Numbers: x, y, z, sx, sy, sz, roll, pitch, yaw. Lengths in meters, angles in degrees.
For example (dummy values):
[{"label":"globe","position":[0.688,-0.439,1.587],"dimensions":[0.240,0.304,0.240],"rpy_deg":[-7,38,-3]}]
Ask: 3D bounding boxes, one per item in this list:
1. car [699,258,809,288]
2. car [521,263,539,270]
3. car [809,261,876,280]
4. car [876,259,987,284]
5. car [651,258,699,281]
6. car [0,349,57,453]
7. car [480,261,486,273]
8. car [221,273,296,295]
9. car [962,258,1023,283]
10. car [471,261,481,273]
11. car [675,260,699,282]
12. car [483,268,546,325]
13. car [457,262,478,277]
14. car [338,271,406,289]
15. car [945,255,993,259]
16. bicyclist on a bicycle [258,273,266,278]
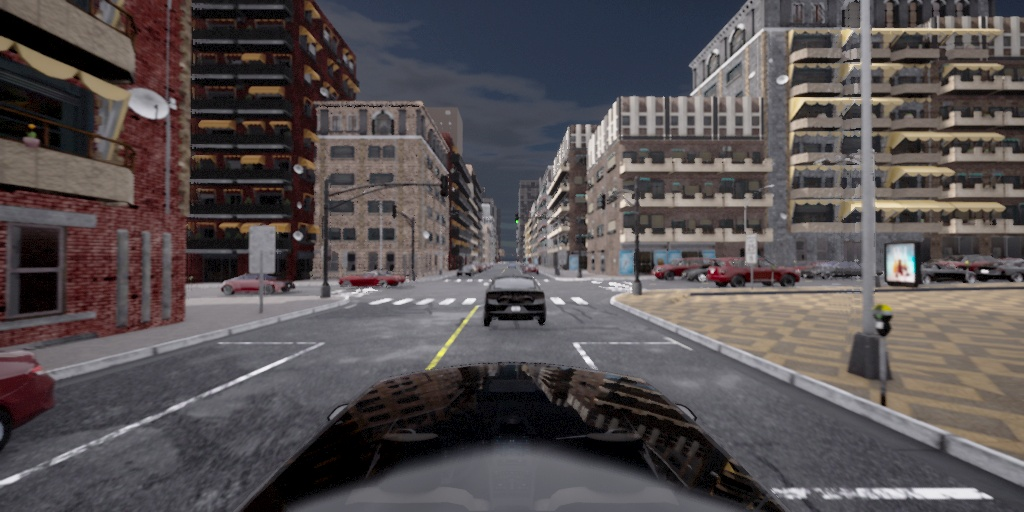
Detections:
[{"label":"car","position":[14.713,1.012,22.065],"dimensions":[5.009,1.841,2.192],"rpy_deg":[0,0,0]},{"label":"car","position":[2.698,1.759,49.789],"dimensions":[1.967,1.591,4.097],"rpy_deg":[0,0,0]},{"label":"car","position":[25.483,1.099,27.956],"dimensions":[5.357,1.411,2.033],"rpy_deg":[-1,-1,0]},{"label":"car","position":[25.807,1.056,22.162],"dimensions":[4.313,1.339,1.948],"rpy_deg":[0,0,0]},{"label":"car","position":[14.580,1.094,30.444],"dimensions":[5.009,1.841,2.192],"rpy_deg":[0,0,0]},{"label":"car","position":[-5.741,1.336,2.087],"dimensions":[1.802,1.307,4.207],"rpy_deg":[0,0,0]},{"label":"car","position":[-5.681,1.703,55.471],"dimensions":[2.192,1.841,5.009],"rpy_deg":[0,0,0]},{"label":"car","position":[-17.173,1.871,24.379],"dimensions":[4.181,1.385,1.994],"rpy_deg":[-1,-1,-1]},{"label":"car","position":[31.354,0.953,22.211],"dimensions":[4.313,1.339,1.948],"rpy_deg":[0,0,0]},{"label":"car","position":[-5.682,1.845,49.619],"dimensions":[1.751,1.417,4.829],"rpy_deg":[0,0,0]},{"label":"car","position":[15.739,1.238,27.873],"dimensions":[4.892,1.490,1.837],"rpy_deg":[-1,-1,-1]},{"label":"car","position":[0.011,1.353,12.510],"dimensions":[1.882,1.535,5.008],"rpy_deg":[0,-1,-2]},{"label":"car","position":[-5.683,1.817,44.107],"dimensions":[1.948,1.339,4.313],"rpy_deg":[0,0,0]},{"label":"car","position":[-10.799,1.821,27.581],"dimensions":[4.718,1.301,1.895],"rpy_deg":[-1,-1,7]},{"label":"car","position":[35.141,0.722,28.033],"dimensions":[4.553,1.767,2.097],"rpy_deg":[-1,-1,-1]},{"label":"bicyclist on a bicycle","position":[-23.161,1.799,33.058],"dimensions":[0.582,1.620,1.656],"rpy_deg":[-1,0,0]}]
